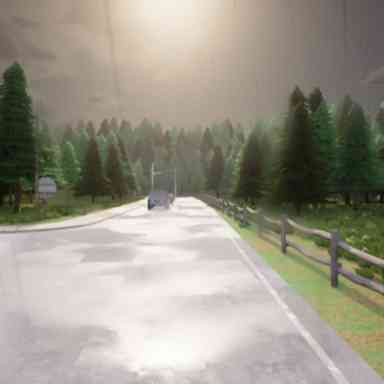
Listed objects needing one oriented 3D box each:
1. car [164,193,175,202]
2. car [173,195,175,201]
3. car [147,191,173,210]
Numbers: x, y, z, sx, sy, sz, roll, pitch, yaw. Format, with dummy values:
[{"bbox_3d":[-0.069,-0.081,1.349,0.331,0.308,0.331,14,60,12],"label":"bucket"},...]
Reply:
[{"bbox_3d":[-4.138,0.958,61.433,1.812,1.442,4.674,0,1,-1],"label":"car"},{"bbox_3d":[-3.794,1.121,48.131,1.994,1.385,4.181,0,1,-2],"label":"car"},{"bbox_3d":[-3.611,0.878,36.654,2.150,2.045,5.566,0,0,-1],"label":"car"}]
